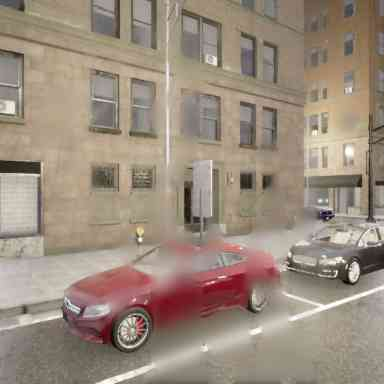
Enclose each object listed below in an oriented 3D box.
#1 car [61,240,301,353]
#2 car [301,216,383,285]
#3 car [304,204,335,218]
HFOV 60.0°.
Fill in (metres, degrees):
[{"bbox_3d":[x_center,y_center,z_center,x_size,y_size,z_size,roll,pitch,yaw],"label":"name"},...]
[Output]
[{"bbox_3d":[-0.145,1.582,6.076,4.206,1.307,1.802,0,0,-35],"label":"car"},{"bbox_3d":[4.486,1.550,9.367,4.403,1.369,2.008,0,0,-35],"label":"car"},{"bbox_3d":[8.261,1.516,25.181,1.895,1.301,4.718,0,0,-35],"label":"car"}]
